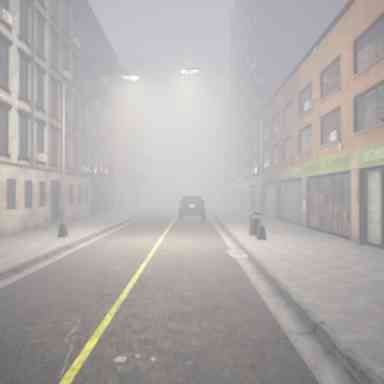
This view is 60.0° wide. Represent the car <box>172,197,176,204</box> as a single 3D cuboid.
[{"bbox_3d":[-2.994,1.705,68.039,1.837,1.490,4.892,0,0,0],"label":"car"}]

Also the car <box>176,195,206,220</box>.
[{"bbox_3d":[0.034,1.293,28.514,2.150,2.045,5.566,0,0,1],"label":"car"}]

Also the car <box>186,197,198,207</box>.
[{"bbox_3d":[0.009,1.638,55.003,1.882,1.535,5.008,0,0,0],"label":"car"}]
